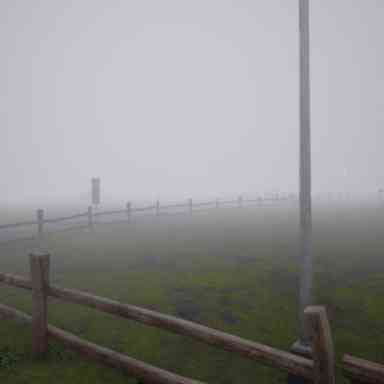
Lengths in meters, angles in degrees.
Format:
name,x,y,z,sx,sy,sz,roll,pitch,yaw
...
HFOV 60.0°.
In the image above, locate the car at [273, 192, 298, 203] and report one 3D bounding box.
name,x,y,z,sx,sy,sz,roll,pitch,yaw
car,14.159,0.791,50.146,5.008,1.535,1.882,-1,1,-44
